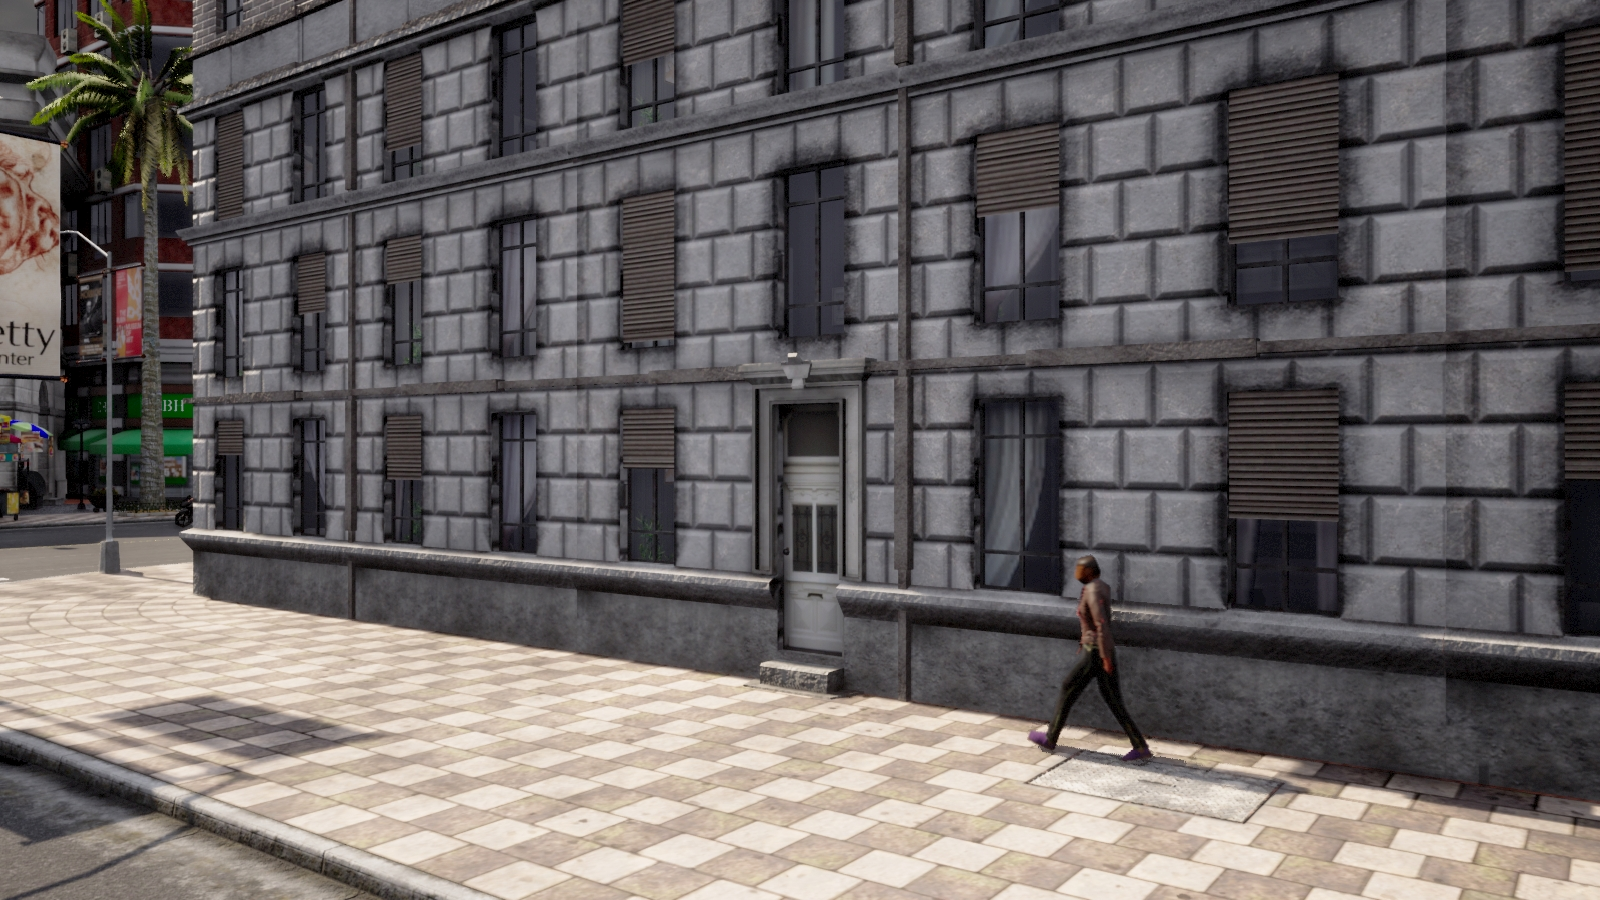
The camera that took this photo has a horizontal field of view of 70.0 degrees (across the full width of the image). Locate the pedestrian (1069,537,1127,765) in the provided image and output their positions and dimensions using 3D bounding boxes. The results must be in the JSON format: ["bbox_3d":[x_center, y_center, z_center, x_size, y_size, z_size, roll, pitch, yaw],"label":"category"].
[{"bbox_3d":[2.557,1.696,9.789,0.375,1.860,0.375,0,0,34],"label":"pedestrian"}]
